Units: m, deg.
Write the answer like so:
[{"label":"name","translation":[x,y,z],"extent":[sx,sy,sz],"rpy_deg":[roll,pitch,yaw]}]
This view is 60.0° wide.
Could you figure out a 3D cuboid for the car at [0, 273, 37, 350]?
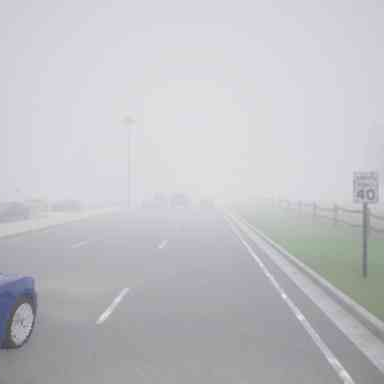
[{"label":"car","translation":[-3.433,1.466,3.212],"extent":[1.882,1.535,5.008],"rpy_deg":[0,0,3]}]

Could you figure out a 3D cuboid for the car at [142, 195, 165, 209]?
[{"label":"car","translation":[-5.135,1.437,43.099],"extent":[1.994,1.385,4.181],"rpy_deg":[0,0,4]}]

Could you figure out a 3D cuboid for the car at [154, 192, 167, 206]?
[{"label":"car","translation":[-4.680,1.072,50.809],"extent":[2.150,2.045,5.566],"rpy_deg":[0,0,4]}]

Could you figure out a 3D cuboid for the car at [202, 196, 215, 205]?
[{"label":"car","translation":[2.665,1.408,54.139],"extent":[1.994,1.385,4.181],"rpy_deg":[0,0,4]}]

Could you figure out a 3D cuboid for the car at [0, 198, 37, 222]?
[{"label":"car","translation":[-14.108,1.446,25.357],"extent":[1.812,1.442,4.674],"rpy_deg":[0,0,2]}]

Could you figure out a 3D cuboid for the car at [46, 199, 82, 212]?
[{"label":"car","translation":[-13.609,1.453,36.192],"extent":[1.994,1.385,4.181],"rpy_deg":[0,0,3]}]

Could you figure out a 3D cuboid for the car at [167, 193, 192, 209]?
[{"label":"car","translation":[-1.539,1.095,43.367],"extent":[2.150,2.045,5.566],"rpy_deg":[0,0,4]}]

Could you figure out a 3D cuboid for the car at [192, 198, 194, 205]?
[{"label":"car","translation":[-0.863,1.349,53.832],"extent":[1.837,1.490,4.892],"rpy_deg":[0,0,4]}]

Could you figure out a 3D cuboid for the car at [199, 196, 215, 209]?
[{"label":"car","translation":[2.013,1.351,44.008],"extent":[1.882,1.535,5.008],"rpy_deg":[0,0,4]}]

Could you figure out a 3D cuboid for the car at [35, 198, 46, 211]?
[{"label":"car","translation":[-17.143,1.367,35.583],"extent":[1.882,1.535,5.008],"rpy_deg":[0,0,3]}]
